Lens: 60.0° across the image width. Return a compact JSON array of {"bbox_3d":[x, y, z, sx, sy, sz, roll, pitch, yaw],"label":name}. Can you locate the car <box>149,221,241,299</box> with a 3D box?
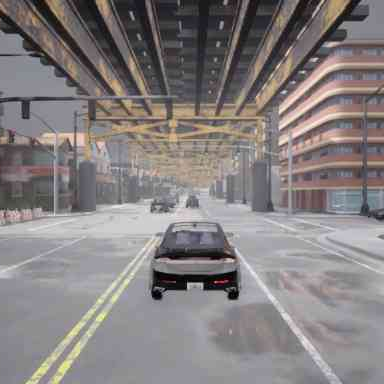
[{"bbox_3d":[0.070,1.492,8.437,2.128,1.511,4.902,0,0,0],"label":"car"}]

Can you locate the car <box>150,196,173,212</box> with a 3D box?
[{"bbox_3d":[-3.613,1.491,37.902,2.128,1.511,4.902,0,0,0],"label":"car"}]

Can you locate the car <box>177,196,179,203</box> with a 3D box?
[{"bbox_3d":[-3.609,1.515,56.950,1.812,1.442,4.674,0,0,0],"label":"car"}]

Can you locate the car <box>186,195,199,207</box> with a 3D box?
[{"bbox_3d":[0.059,1.524,50.136,1.812,1.442,4.674,0,0,0],"label":"car"}]

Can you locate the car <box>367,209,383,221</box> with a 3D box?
[{"bbox_3d":[16.403,1.547,25.355,5.357,1.411,2.033,0,0,0],"label":"car"}]

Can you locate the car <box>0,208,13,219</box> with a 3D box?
[{"bbox_3d":[-16.773,1.453,25.907,4.974,1.542,2.038,0,0,-20],"label":"car"}]

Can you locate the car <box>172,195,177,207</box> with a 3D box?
[{"bbox_3d":[-3.614,1.350,47.065,2.097,1.767,4.553,0,0,0],"label":"car"}]

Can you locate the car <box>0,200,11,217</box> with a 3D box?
[{"bbox_3d":[-16.822,1.295,25.889,4.536,1.218,1.853,0,0,-20],"label":"car"}]

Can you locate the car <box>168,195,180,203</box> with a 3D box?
[{"bbox_3d":[-3.550,1.435,67.059,2.128,1.511,4.902,0,0,0],"label":"car"}]
